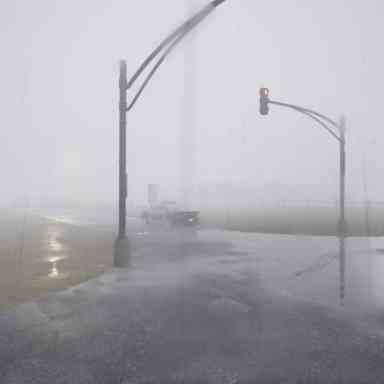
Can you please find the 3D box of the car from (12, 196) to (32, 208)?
[{"bbox_3d":[-26.096,1.450,51.039,2.097,1.767,4.553,0,0,-36],"label":"car"}]

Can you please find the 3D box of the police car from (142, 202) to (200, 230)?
[{"bbox_3d":[-1.595,1.471,21.831,1.930,1.638,5.238,0,0,-36],"label":"police car"}]
